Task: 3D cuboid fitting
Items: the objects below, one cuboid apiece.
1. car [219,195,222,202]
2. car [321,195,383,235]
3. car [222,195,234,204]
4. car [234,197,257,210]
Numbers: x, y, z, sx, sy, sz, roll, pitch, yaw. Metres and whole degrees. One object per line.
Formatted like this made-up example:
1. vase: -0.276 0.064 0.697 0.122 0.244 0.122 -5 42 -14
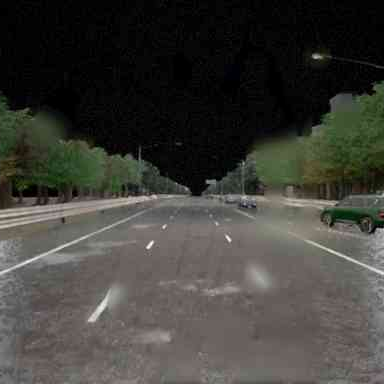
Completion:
1. car: 7.034 1.449 74.596 2.128 1.511 4.902 0 0 0
2. car: 9.796 1.207 19.116 2.150 2.045 5.566 0 0 -13
3. car: 6.994 1.474 59.901 1.994 1.385 4.181 0 0 0
4. car: 7.016 1.536 42.829 1.895 1.301 4.718 0 0 -1
